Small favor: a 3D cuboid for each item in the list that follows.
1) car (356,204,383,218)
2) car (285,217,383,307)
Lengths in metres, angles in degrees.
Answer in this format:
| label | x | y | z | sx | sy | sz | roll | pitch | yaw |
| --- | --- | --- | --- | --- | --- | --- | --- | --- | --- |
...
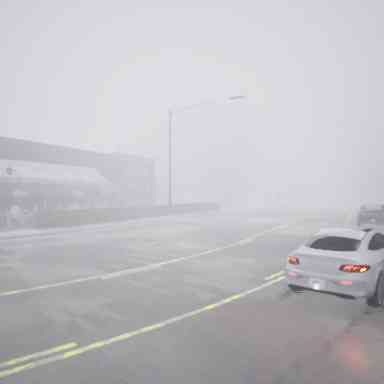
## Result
| label | x | y | z | sx | sy | sz | roll | pitch | yaw |
| --- | --- | --- | --- | --- | --- | --- | --- | --- | --- |
| car | 12.283 | 1.576 | 22.570 | 2.128 | 1.511 | 4.902 | 0 | 0 | 28 |
| car | 3.852 | 1.559 | 8.109 | 1.812 | 1.442 | 4.674 | 0 | 0 | 40 |
